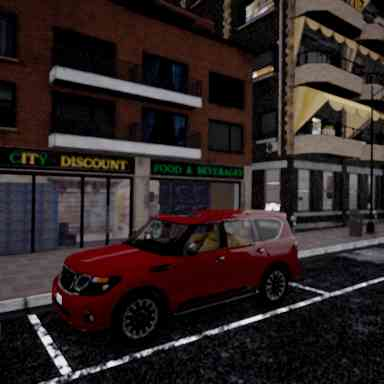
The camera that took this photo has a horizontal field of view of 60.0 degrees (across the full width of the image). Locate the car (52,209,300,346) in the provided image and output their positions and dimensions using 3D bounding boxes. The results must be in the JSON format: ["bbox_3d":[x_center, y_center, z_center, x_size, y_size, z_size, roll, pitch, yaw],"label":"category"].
[{"bbox_3d":[0.018,1.314,6.550,5.009,1.841,2.192,0,1,-35],"label":"car"}]
